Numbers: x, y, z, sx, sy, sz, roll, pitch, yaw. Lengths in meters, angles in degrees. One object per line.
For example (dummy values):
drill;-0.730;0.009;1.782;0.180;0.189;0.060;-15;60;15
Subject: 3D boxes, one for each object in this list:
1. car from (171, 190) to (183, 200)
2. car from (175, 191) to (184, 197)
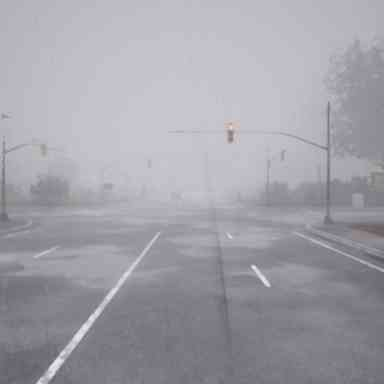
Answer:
car;-3.210;0.661;68.953;2.150;2.045;5.566;0;1;0
car;-3.132;0.465;84.396;2.033;1.411;5.357;0;0;0
